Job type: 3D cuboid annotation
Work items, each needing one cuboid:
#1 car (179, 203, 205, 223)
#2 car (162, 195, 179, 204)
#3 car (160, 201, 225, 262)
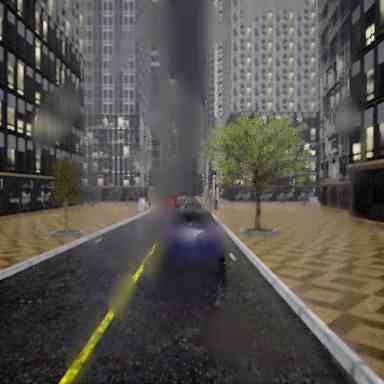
[{"bbox_3d":[0.039,1.664,27.733,1.994,1.385,4.181,0,0,1],"label":"car"},{"bbox_3d":[-3.044,1.406,47.591,2.150,2.045,5.566,0,-1,1],"label":"car"},{"bbox_3d":[0.043,1.394,12.506,2.097,1.767,4.553,0,0,1],"label":"car"}]
